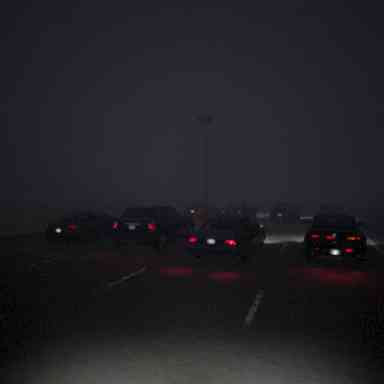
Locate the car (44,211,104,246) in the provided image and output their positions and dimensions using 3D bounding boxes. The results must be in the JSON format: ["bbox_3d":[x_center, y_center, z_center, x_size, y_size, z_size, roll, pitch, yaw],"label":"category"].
[{"bbox_3d":[-4.779,1.560,15.604,1.994,1.385,4.181,0,0,21],"label":"car"}]

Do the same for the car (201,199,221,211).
[{"bbox_3d":[0.912,1.562,29.154,1.994,1.385,4.181,0,0,26],"label":"car"}]

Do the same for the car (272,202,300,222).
[{"bbox_3d":[7.471,1.528,26.644,1.812,1.442,4.674,0,0,26],"label":"car"}]

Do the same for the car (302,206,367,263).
[{"bbox_3d":[5.128,1.509,12.120,1.837,1.490,4.892,0,1,21],"label":"car"}]

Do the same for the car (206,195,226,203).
[{"bbox_3d":[5.152,1.497,70.928,1.837,1.490,4.892,0,0,35],"label":"car"}]

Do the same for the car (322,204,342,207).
[{"bbox_3d":[10.054,1.552,23.975,2.033,1.411,5.357,0,0,25],"label":"car"}]

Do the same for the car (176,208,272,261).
[{"bbox_3d":[1.478,1.547,12.428,2.033,1.411,5.357,0,0,21],"label":"car"}]

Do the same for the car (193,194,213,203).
[{"bbox_3d":[2.440,1.350,73.163,2.097,1.767,4.553,0,0,35],"label":"car"}]

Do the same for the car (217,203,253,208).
[{"bbox_3d":[3.994,1.601,27.506,1.895,1.301,4.718,0,0,26],"label":"car"}]

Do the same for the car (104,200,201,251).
[{"bbox_3d":[-1.474,1.349,14.447,2.097,1.767,4.553,0,0,21],"label":"car"}]
